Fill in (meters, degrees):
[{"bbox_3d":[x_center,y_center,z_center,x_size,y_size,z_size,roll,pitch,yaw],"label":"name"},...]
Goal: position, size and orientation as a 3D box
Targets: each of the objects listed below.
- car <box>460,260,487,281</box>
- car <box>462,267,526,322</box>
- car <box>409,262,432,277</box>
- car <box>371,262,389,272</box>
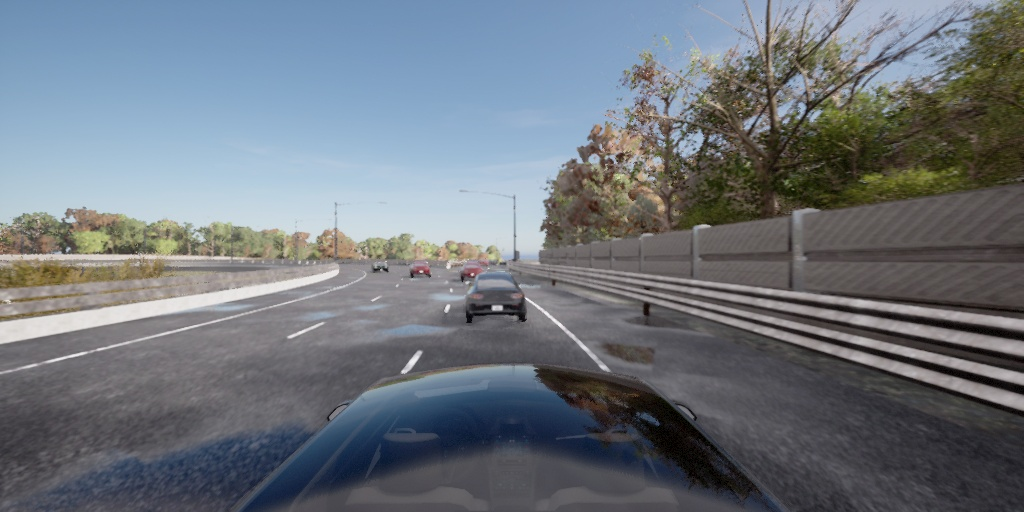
[{"bbox_3d":[-3.369,1.290,30.215,1.812,1.442,4.674,0,0,-9],"label":"car"},{"bbox_3d":[-0.615,1.279,12.225,1.812,1.442,4.674,0,0,-5],"label":"car"},{"bbox_3d":[-9.268,1.312,36.019,1.812,1.442,4.674,0,0,-18],"label":"car"},{"bbox_3d":[-17.113,1.417,46.285,1.895,1.301,4.718,0,0,-25],"label":"car"}]
